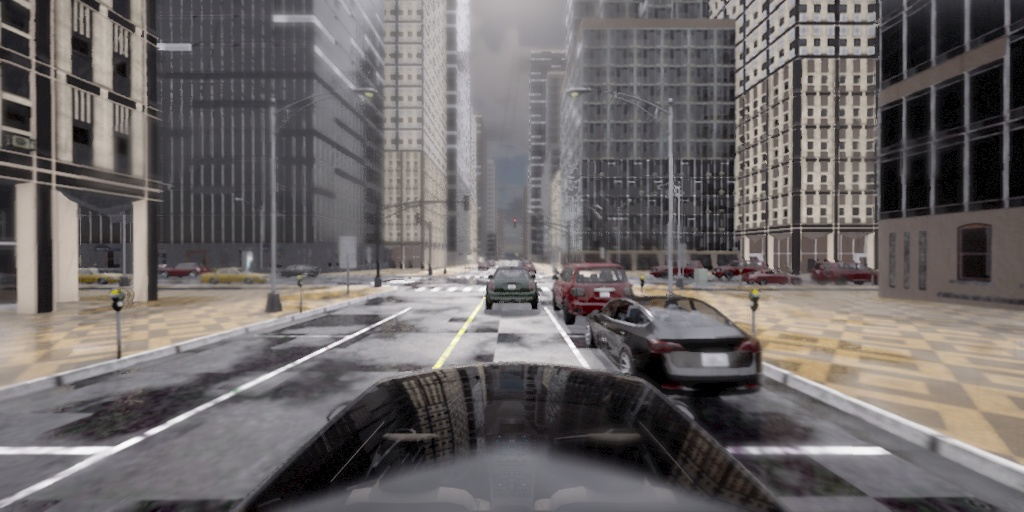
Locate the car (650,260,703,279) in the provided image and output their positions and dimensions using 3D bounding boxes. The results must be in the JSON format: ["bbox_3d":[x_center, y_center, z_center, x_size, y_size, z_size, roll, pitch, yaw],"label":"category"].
[{"bbox_3d":[16.556,1.351,36.022,5.009,1.841,2.192,0,0,0],"label":"car"}]

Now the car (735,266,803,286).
[{"bbox_3d":[20.176,1.666,27.892,4.207,1.307,1.802,0,0,0],"label":"car"}]

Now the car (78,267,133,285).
[{"bbox_3d":[-32.381,1.530,27.834,4.829,1.417,1.751,0,0,0],"label":"car"}]

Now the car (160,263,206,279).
[{"bbox_3d":[-32.570,1.402,35.831,4.097,1.591,1.967,0,0,0],"label":"car"}]

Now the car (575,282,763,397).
[{"bbox_3d":[2.564,1.361,6.573,1.948,1.339,4.313,0,0,0],"label":"car"}]

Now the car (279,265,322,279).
[{"bbox_3d":[-21.455,1.530,35.929,4.403,1.370,2.007,0,0,0],"label":"car"}]

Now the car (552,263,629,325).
[{"bbox_3d":[2.563,1.163,12.221,2.192,1.841,5.009,0,0,0],"label":"car"}]

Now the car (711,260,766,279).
[{"bbox_3d":[22.887,1.359,36.038,5.009,1.841,2.192,0,0,0],"label":"car"}]

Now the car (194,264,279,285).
[{"bbox_3d":[-21.265,1.548,27.790,4.829,1.417,1.751,0,0,0],"label":"car"}]

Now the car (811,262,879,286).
[{"bbox_3d":[26.215,1.407,27.907,5.009,1.841,2.192,0,0,0],"label":"car"}]

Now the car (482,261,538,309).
[{"bbox_3d":[0.000,1.233,15.924,2.097,1.767,4.553,0,-1,0],"label":"car"}]
